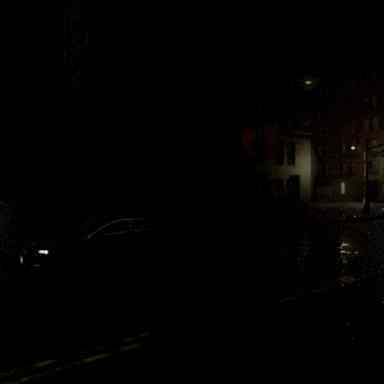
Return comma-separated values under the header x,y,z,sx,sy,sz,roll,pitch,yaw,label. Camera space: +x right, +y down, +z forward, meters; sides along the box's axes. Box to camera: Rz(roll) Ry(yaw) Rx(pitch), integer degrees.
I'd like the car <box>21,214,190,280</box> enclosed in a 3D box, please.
x,y,z,sx,sy,sz,roll,pitch,yaw,label
-2.366,1.451,9.960,4.902,1.511,2.128,-1,0,-35,car
